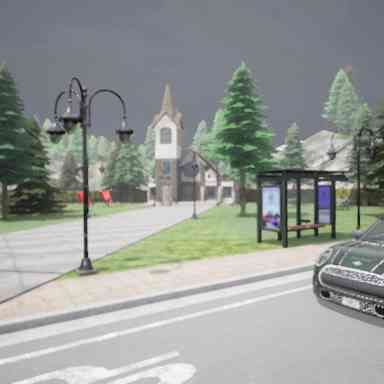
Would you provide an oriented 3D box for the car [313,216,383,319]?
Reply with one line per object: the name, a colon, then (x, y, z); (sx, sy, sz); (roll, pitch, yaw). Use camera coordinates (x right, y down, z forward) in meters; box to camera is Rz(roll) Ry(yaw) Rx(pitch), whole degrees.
car: (4.591, 1.251, 6.807); (4.553, 1.767, 2.097); (-1, 1, -32)
